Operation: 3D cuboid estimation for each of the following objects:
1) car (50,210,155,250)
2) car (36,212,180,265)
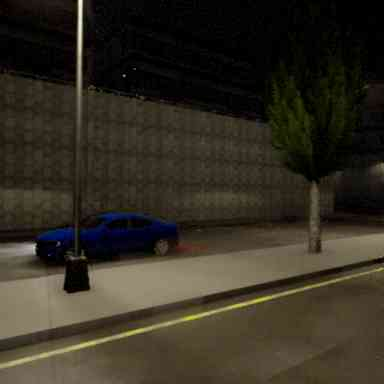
[{"bbox_3d":[-4.049,1.620,15.230,4.181,1.385,1.994,1,0,-35],"label":"car"},{"bbox_3d":[-2.803,1.524,11.820,5.008,1.535,1.882,1,0,-35],"label":"car"}]
